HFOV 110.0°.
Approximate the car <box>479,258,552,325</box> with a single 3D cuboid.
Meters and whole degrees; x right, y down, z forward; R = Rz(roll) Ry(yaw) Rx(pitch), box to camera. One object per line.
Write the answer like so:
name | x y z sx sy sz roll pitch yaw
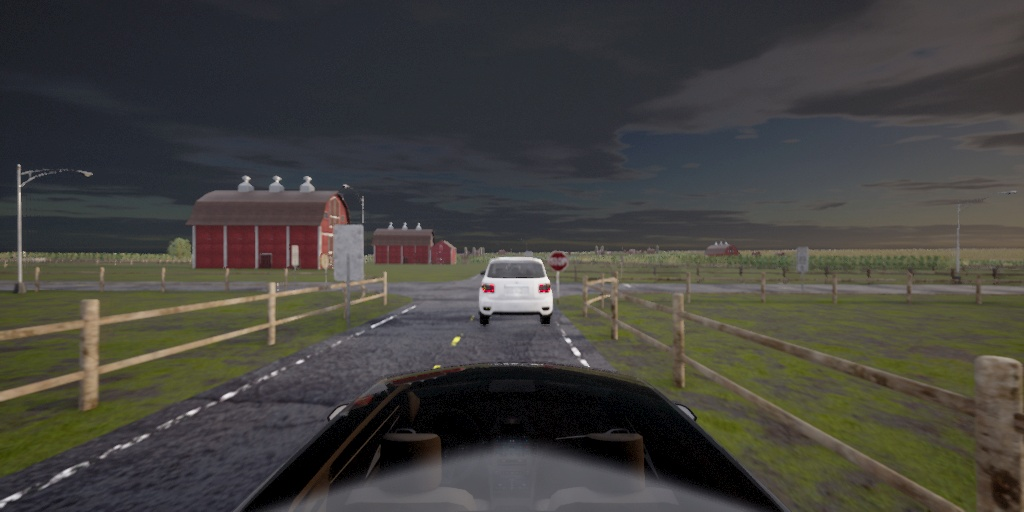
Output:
car | 0.062 1.085 12.435 2.150 2.045 5.566 0 -1 -1
